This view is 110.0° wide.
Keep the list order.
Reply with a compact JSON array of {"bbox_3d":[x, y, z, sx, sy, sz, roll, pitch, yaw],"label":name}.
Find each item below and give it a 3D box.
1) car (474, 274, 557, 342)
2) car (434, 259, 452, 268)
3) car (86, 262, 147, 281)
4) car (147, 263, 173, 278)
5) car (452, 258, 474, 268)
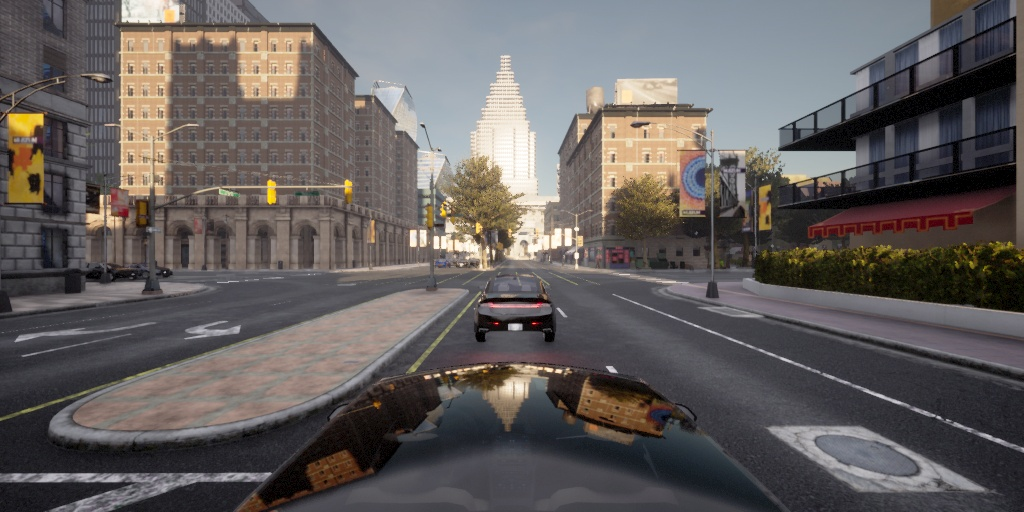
[{"bbox_3d":[0.079,1.241,9.756,2.128,1.511,4.902,0,0,0],"label":"car"},{"bbox_3d":[-11.554,1.227,59.987,1.882,1.535,5.008,0,0,0],"label":"car"},{"bbox_3d":[-33.348,1.227,29.178,5.008,1.535,1.882,0,0,0],"label":"car"},{"bbox_3d":[-33.636,1.314,32.670,4.181,1.385,1.994,0,0,-1],"label":"car"},{"bbox_3d":[-8.058,1.241,59.573,2.128,1.511,4.902,0,0,0],"label":"car"}]
